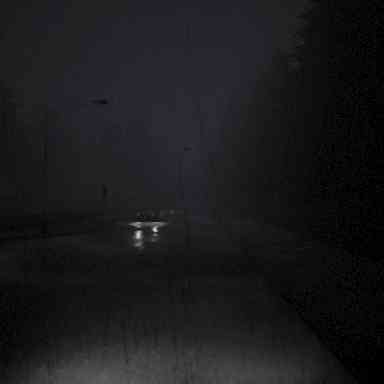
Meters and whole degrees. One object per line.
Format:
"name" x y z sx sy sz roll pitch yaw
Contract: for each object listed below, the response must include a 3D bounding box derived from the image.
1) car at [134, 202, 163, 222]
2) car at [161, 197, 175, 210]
"car" -3.996 1.927 30.772 1.812 1.442 4.674 0 -1 0
"car" -3.997 1.812 56.069 2.150 2.045 5.566 0 -1 0
